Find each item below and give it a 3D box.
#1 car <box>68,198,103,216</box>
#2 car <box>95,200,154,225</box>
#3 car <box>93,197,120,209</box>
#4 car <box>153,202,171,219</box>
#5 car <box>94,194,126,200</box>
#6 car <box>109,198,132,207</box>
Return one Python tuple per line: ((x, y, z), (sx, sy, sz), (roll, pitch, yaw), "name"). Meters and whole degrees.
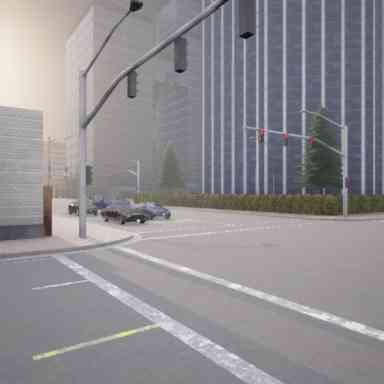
((-10.932, 1.560, 33.171), (1.837, 1.490, 4.892), (0, 0, -36), "car")
((-5.262, 1.603, 25.262), (2.033, 1.411, 5.357), (0, 0, -36), "car")
((-12.159, 1.546, 47.198), (2.128, 1.511, 4.902), (0, 0, -36), "car")
((-3.667, 1.581, 29.075), (1.812, 1.442, 4.674), (0, 0, -36), "car")
((-9.329, 1.277, 36.947), (2.150, 2.045, 5.566), (0, 0, -36), "car")
((-11.229, 1.619, 51.903), (1.994, 1.385, 4.181), (0, 0, -36), "car")
